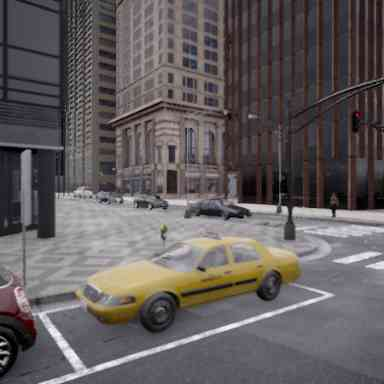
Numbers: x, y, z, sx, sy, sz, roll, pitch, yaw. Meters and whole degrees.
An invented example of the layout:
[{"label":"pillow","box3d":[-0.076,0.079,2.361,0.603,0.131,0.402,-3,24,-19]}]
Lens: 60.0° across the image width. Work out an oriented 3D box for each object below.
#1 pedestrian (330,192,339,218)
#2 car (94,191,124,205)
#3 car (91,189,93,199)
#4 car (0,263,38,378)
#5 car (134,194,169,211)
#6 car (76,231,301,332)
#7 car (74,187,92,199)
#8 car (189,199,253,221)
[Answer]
[{"label":"pedestrian","box3d":[10.115,0.917,23.692,0.375,1.860,0.375,1,-1,-36]},{"label":"car","box3d":[-10.070,0.767,41.199,2.128,1.511,4.902,0,1,-35]},{"label":"car","box3d":[-13.555,0.589,51.543,1.837,1.490,4.892,0,1,-36]},{"label":"car","box3d":[-4.093,1.439,3.730,4.097,1.590,1.967,0,0,-35]},{"label":"car","box3d":[-4.076,0.975,32.801,1.837,1.490,4.892,0,1,-36]},{"label":"car","box3d":[0.211,1.529,6.799,4.829,1.417,1.752,0,0,-35]},{"label":"car","box3d":[-19.604,0.116,60.007,2.150,2.045,5.566,0,1,-36]},{"label":"car","box3d":[1.848,1.216,24.434,2.033,1.411,5.357,0,1,-41]}]
